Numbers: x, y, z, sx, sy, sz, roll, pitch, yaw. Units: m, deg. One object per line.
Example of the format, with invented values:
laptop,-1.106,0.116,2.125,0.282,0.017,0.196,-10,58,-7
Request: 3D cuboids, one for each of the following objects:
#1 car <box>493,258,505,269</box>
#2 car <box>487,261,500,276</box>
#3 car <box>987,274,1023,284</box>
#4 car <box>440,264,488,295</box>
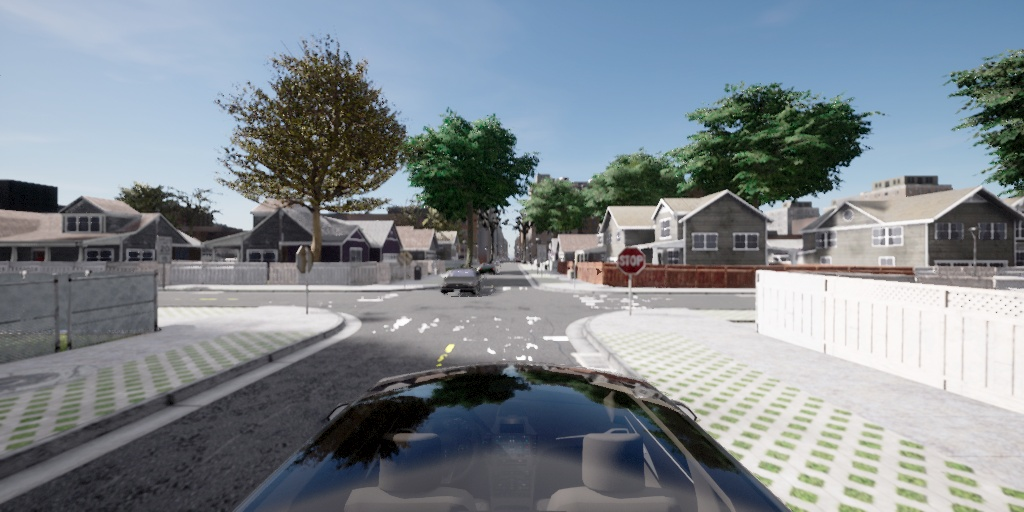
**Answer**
car,-2.736,1.437,63.529,2.033,1.411,5.357,0,0,0
car,-2.742,1.548,41.740,1.895,1.301,4.718,0,0,0
car,27.131,1.541,18.043,5.357,1.411,2.033,0,0,0
car,-2.755,1.400,20.585,2.033,1.411,5.357,0,0,0
